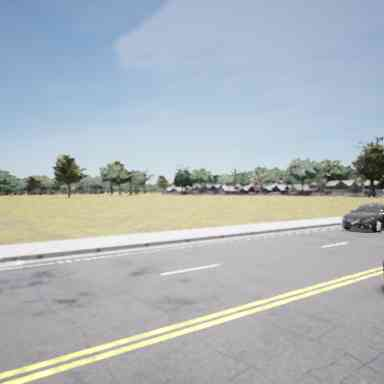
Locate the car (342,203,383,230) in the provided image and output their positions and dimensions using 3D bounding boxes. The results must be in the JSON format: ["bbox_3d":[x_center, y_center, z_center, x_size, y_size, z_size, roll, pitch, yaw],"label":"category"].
[{"bbox_3d":[10.599,1.419,19.242,4.892,1.490,1.837,0,0,-36],"label":"car"}]

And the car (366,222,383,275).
[{"bbox_3d":[6.336,1.481,7.963,4.674,1.442,1.812,0,0,-36],"label":"car"}]
